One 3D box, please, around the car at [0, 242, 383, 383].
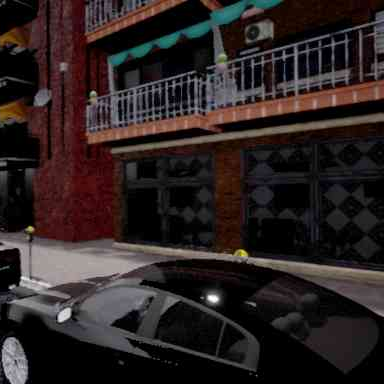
[{"bbox_3d":[-0.128,1.479,3.518,5.008,1.535,1.882,0,0,35],"label":"car"}]
